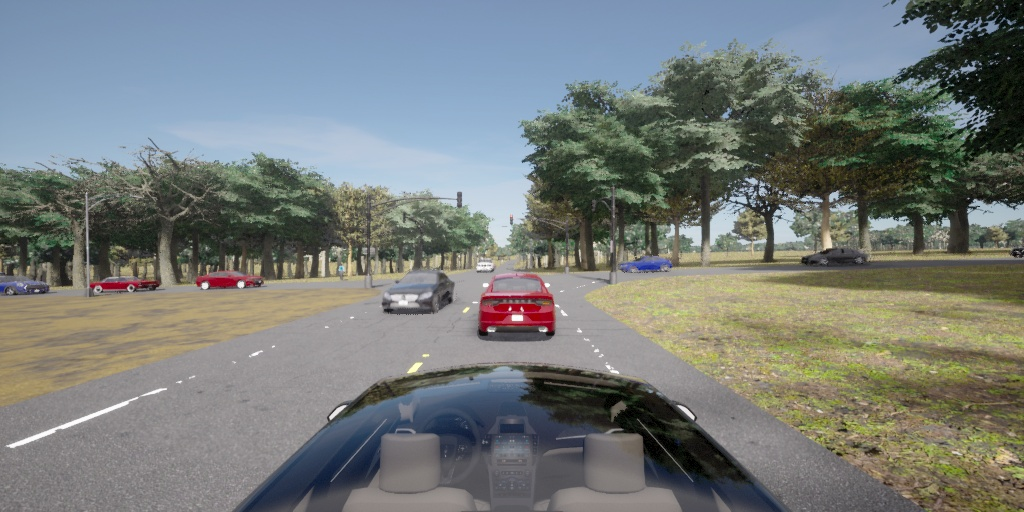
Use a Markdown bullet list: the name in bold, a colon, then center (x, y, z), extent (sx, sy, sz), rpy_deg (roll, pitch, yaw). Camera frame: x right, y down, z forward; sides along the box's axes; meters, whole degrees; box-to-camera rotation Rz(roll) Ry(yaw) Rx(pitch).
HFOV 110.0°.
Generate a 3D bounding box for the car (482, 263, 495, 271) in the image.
- **car**: center (-4.074, 1.907, 62.961), extent (1.994, 1.385, 4.181), rpy_deg (0, -1, 0)

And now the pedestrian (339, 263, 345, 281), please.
- **pedestrian**: center (-17.905, 1.665, 37.570), extent (0.375, 1.860, 0.375), rpy_deg (0, 1, 3)

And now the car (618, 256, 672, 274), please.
- **car**: center (11.756, 0.759, 31.731), extent (4.674, 1.442, 1.812), rpy_deg (-2, -1, -8)

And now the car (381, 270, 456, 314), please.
- **car**: center (-3.433, 1.278, 14.012), extent (1.812, 1.442, 4.674), rpy_deg (0, 0, 3)

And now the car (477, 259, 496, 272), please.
- **car**: center (-3.910, 1.391, 53.011), extent (2.150, 2.045, 5.566), rpy_deg (0, -1, 1)

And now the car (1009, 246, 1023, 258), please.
- **car**: center (46.272, -0.587, 30.904), extent (4.892, 1.490, 1.837), rpy_deg (-2, -1, 3)

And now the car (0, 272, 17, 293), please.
- **car**: center (-52.812, 2.699, 35.247), extent (5.566, 2.045, 2.150), rpy_deg (-2, -1, 3)

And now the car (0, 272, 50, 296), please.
- **car**: center (-43.321, 2.500, 31.141), extent (4.553, 1.767, 2.097), rpy_deg (-2, -1, 3)

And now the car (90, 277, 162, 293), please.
- **car**: center (-33.040, 2.415, 30.647), extent (4.718, 1.301, 1.895), rpy_deg (-2, -1, 3)

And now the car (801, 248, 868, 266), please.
- **car**: center (28.387, 0.089, 31.690), extent (4.892, 1.490, 1.837), rpy_deg (-2, -1, 2)

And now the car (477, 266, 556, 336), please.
- **car**: center (0.129, 1.229, 10.446), extent (1.882, 1.535, 5.008), rpy_deg (0, 0, 0)

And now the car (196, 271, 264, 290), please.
- **car**: center (-23.682, 1.973, 30.224), extent (5.008, 1.535, 1.882), rpy_deg (-2, -1, 2)
